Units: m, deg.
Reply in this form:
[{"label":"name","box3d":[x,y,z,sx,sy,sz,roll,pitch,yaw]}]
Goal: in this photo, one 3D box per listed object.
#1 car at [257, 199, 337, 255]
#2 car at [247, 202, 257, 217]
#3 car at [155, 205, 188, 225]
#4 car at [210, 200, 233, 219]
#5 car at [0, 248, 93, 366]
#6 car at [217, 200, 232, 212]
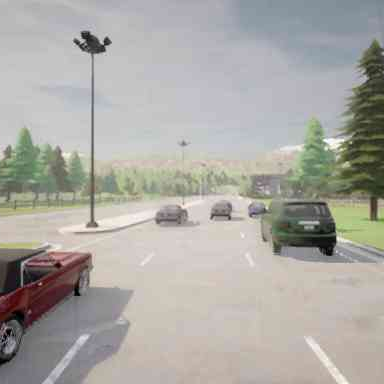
[{"label":"car","box3d":[4.188,1.303,13.839,2.150,2.045,5.566,0,0,5]},{"label":"car","box3d":[6.546,1.740,33.345,2.033,1.411,5.357,0,0,7]},{"label":"car","box3d":[-1.493,1.692,25.576,2.033,1.411,5.357,0,0,7]},{"label":"car","box3d":[2.736,1.725,31.091,2.033,1.411,5.357,0,0,7]},{"label":"car","box3d":[-3.285,1.633,5.781,1.895,1.301,4.718,0,0,1]},{"label":"car","box3d":[4.240,1.772,42.997,1.812,1.442,4.674,0,0,6]}]
